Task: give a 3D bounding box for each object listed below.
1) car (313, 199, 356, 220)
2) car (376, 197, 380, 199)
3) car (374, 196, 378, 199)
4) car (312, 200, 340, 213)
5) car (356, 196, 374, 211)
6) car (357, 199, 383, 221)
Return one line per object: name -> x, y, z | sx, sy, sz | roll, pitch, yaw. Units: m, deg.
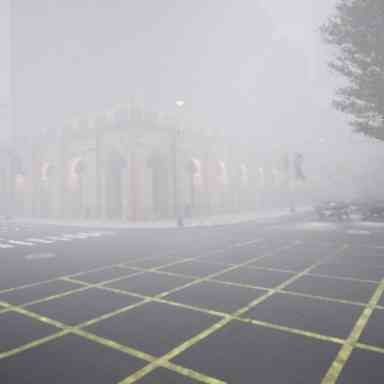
car -> 12.429, 1.543, 28.980 | 2.128, 1.511, 4.902 | -2, -1, 37
car -> 19.934, 1.467, 33.189 | 1.812, 1.442, 4.674 | -2, -1, 37
car -> 24.294, 1.328, 44.997 | 2.097, 1.767, 4.553 | -2, -1, 36
car -> 15.677, 1.682, 38.757 | 1.895, 1.301, 4.718 | -2, -1, 36
car -> 18.364, 1.505, 36.931 | 2.128, 1.511, 4.902 | -2, -1, 36
car -> 14.844, 1.538, 26.360 | 1.994, 1.385, 4.181 | -2, -1, 37
